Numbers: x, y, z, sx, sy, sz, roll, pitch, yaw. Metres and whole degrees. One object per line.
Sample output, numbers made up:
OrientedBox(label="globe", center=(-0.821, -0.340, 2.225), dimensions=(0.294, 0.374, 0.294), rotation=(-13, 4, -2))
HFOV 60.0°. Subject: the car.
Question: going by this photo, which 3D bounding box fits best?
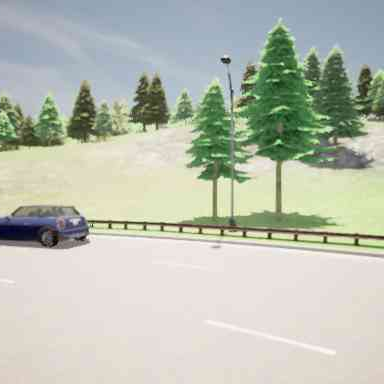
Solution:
OrientedBox(label="car", center=(-6.867, 1.315, 14.565), dimensions=(4.553, 1.767, 2.097), rotation=(0, 0, 19))
